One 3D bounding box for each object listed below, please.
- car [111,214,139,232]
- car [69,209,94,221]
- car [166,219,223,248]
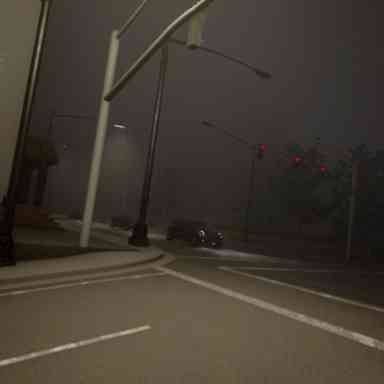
[{"bbox_3d":[-6.080,2.927,31.832,1.882,1.535,5.008,11,-7,-36],"label":"car"},{"bbox_3d":[-14.393,3.026,43.216,2.033,1.411,5.357,11,-7,-35],"label":"car"},{"bbox_3d":[0.153,2.782,23.334,2.097,1.767,4.553,11,-7,-36],"label":"car"}]
